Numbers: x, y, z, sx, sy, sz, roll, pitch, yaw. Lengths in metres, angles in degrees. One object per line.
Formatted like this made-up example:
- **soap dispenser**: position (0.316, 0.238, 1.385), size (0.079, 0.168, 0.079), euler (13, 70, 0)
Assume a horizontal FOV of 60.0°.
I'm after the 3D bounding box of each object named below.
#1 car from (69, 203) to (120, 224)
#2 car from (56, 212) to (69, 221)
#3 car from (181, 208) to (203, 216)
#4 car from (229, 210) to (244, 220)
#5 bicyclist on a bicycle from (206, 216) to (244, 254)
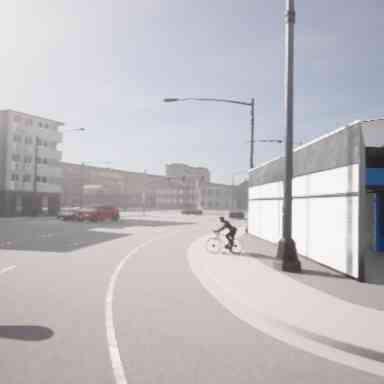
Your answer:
- **car**: position (-10.219, 2.319, 36.374), size (2.150, 2.045, 5.566), euler (0, -3, 26)
- **car**: position (-13.021, 2.655, 38.547), size (2.033, 1.411, 5.357), euler (0, -2, 26)
- **car**: position (-0.056, 3.993, 67.278), size (4.674, 1.442, 1.812), euler (0, -2, 32)
- **car**: position (7.117, 3.589, 53.211), size (1.882, 1.535, 5.008), euler (1, -2, 17)
- **bicyclist on a bicycle**: position (1.433, 1.877, 14.462), size (1.656, 1.620, 0.582), euler (1, -2, -1)
